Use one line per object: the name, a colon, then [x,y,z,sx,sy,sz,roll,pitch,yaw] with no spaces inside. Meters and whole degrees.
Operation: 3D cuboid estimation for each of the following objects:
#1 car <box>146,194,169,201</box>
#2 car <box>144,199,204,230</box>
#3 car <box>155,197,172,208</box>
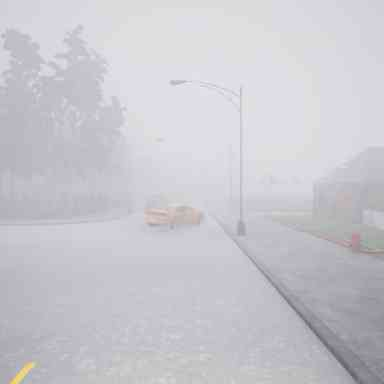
car: [-4.227,1.221,40.326,2.150,2.045,5.566,0,0,0]
car: [-0.997,1.478,21.517,1.882,1.535,5.008,2,1,32]
car: [-4.222,1.492,50.406,2.128,1.511,4.902,0,0,0]
